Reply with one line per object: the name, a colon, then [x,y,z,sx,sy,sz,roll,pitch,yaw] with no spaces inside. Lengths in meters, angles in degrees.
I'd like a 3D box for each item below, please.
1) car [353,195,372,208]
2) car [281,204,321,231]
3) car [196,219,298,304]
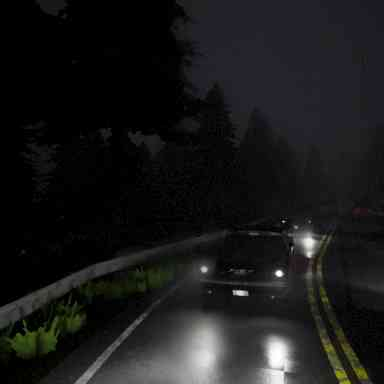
car: [20.648,1.058,40.231,2.128,1.511,4.902,-2,0,28]
car: [6.680,1.460,20.057,2.033,1.411,5.357,-2,0,26]
car: [1.592,1.599,8.419,1.895,1.301,4.718,-1,0,18]
